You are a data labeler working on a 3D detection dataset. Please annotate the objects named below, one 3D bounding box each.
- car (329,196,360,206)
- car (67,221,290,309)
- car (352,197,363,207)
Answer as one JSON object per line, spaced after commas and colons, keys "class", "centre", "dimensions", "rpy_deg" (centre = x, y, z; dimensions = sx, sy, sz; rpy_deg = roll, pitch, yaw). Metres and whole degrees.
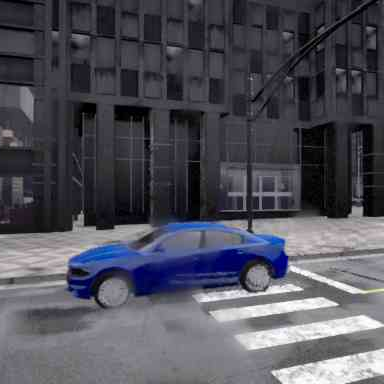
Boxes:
{"class": "car", "centre": [22.513, 1.327, 49.276], "dimensions": [1.994, 1.385, 4.181], "rpy_deg": [0, -1, -16]}
{"class": "car", "centre": [-0.225, 1.469, 7.690], "dimensions": [5.008, 1.535, 1.882], "rpy_deg": [-1, 0, -16]}
{"class": "car", "centre": [20.831, 1.313, 43.775], "dimensions": [1.895, 1.301, 4.718], "rpy_deg": [0, -1, -17]}
